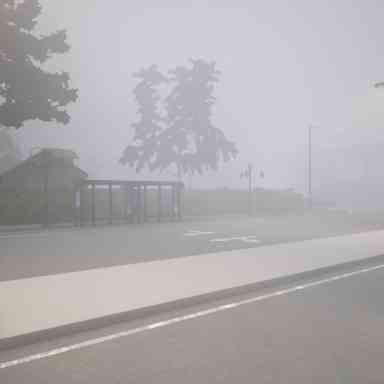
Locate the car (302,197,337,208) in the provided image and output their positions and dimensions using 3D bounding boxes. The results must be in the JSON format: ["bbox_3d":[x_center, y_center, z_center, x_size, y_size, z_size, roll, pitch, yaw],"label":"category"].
[{"bbox_3d":[17.990,1.504,48.509,1.837,1.490,4.892,0,0,-35],"label":"car"}]
